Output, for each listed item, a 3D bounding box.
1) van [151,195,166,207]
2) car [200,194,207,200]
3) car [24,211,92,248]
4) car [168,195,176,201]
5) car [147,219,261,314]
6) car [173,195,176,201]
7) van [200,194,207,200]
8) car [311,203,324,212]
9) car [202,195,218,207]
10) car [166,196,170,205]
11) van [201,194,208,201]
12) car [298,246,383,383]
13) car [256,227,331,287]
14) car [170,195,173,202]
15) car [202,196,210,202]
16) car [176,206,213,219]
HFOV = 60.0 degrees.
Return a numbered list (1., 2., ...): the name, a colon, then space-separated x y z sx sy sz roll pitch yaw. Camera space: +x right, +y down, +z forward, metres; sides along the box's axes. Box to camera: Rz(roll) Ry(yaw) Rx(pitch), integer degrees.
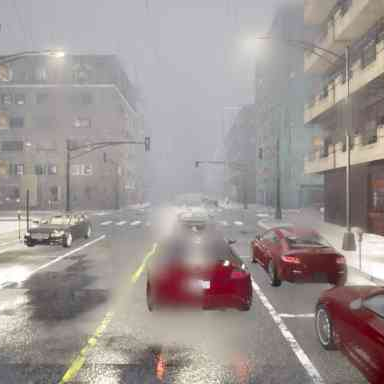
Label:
1. van: -5.512 1.349 52.796 1.690 1.788 3.998 1 0 0
2. car: 3.072 1.558 69.711 2.008 1.369 4.403 1 0 0
3. car: -5.749 1.554 14.751 2.008 1.369 4.403 1 0 0
4. car: -5.175 1.554 86.811 1.887 1.381 4.507 1 0 0
5. car: 0.117 1.566 7.726 1.994 1.385 4.181 0 0 -1
6. car: -5.264 1.575 75.471 1.947 1.339 4.313 1 0 0
7. van: 3.252 1.350 92.391 1.690 1.788 3.998 1 0 0
8. car: 15.599 1.518 36.878 4.507 1.381 1.887 0 -1 1
9. car: 3.035 1.558 51.123 2.008 1.369 4.403 1 0 0
10. car: -5.396 1.574 58.459 1.947 1.339 4.313 1 0 0
11. van: 3.208 1.349 86.721 1.690 1.788 3.998 1 0 0
12. car: 2.672 1.583 3.330 1.802 1.307 4.206 1 0 0
13. car: 2.680 1.584 9.001 1.802 1.307 4.206 1 0 0
14. car: -5.350 1.448 64.129 1.967 1.590 4.097 1 0 0
15. car: 3.116 1.590 75.381 1.802 1.307 4.206 1 0 0
16. car: 0.125 1.604 16.544 1.895 1.301 4.718 0 0 0
